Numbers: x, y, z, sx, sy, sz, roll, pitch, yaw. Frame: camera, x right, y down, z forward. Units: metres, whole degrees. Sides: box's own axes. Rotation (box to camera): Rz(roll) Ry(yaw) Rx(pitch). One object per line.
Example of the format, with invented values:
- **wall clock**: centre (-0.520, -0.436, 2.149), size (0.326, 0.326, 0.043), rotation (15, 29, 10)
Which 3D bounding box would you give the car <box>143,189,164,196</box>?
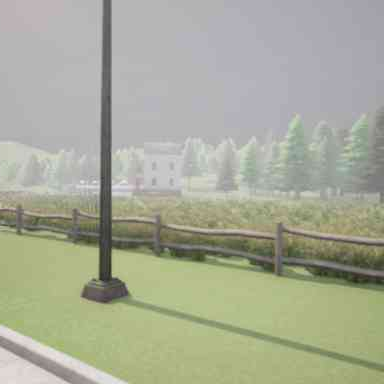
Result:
- **car**: centre (-8.127, 0.284, 70.144), size (4.605, 1.855, 1.932), rotation (1, 1, 34)
